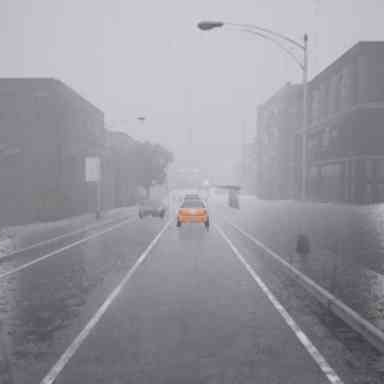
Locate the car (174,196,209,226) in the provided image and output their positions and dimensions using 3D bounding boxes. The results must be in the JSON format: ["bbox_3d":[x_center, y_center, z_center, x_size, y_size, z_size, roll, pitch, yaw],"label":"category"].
[{"bbox_3d":[0.057,1.366,23.541,2.097,1.767,4.553,0,0,0],"label":"car"}]

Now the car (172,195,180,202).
[{"bbox_3d":[-3.136,1.436,70.738,2.128,1.511,4.902,0,1,0],"label":"car"}]

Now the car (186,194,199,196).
[{"bbox_3d":[0.004,1.282,42.812,2.150,2.045,5.566,0,0,0],"label":"car"}]

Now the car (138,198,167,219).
[{"bbox_3d":[-3.422,1.379,29.472,2.097,1.767,4.553,0,0,0],"label":"car"}]
